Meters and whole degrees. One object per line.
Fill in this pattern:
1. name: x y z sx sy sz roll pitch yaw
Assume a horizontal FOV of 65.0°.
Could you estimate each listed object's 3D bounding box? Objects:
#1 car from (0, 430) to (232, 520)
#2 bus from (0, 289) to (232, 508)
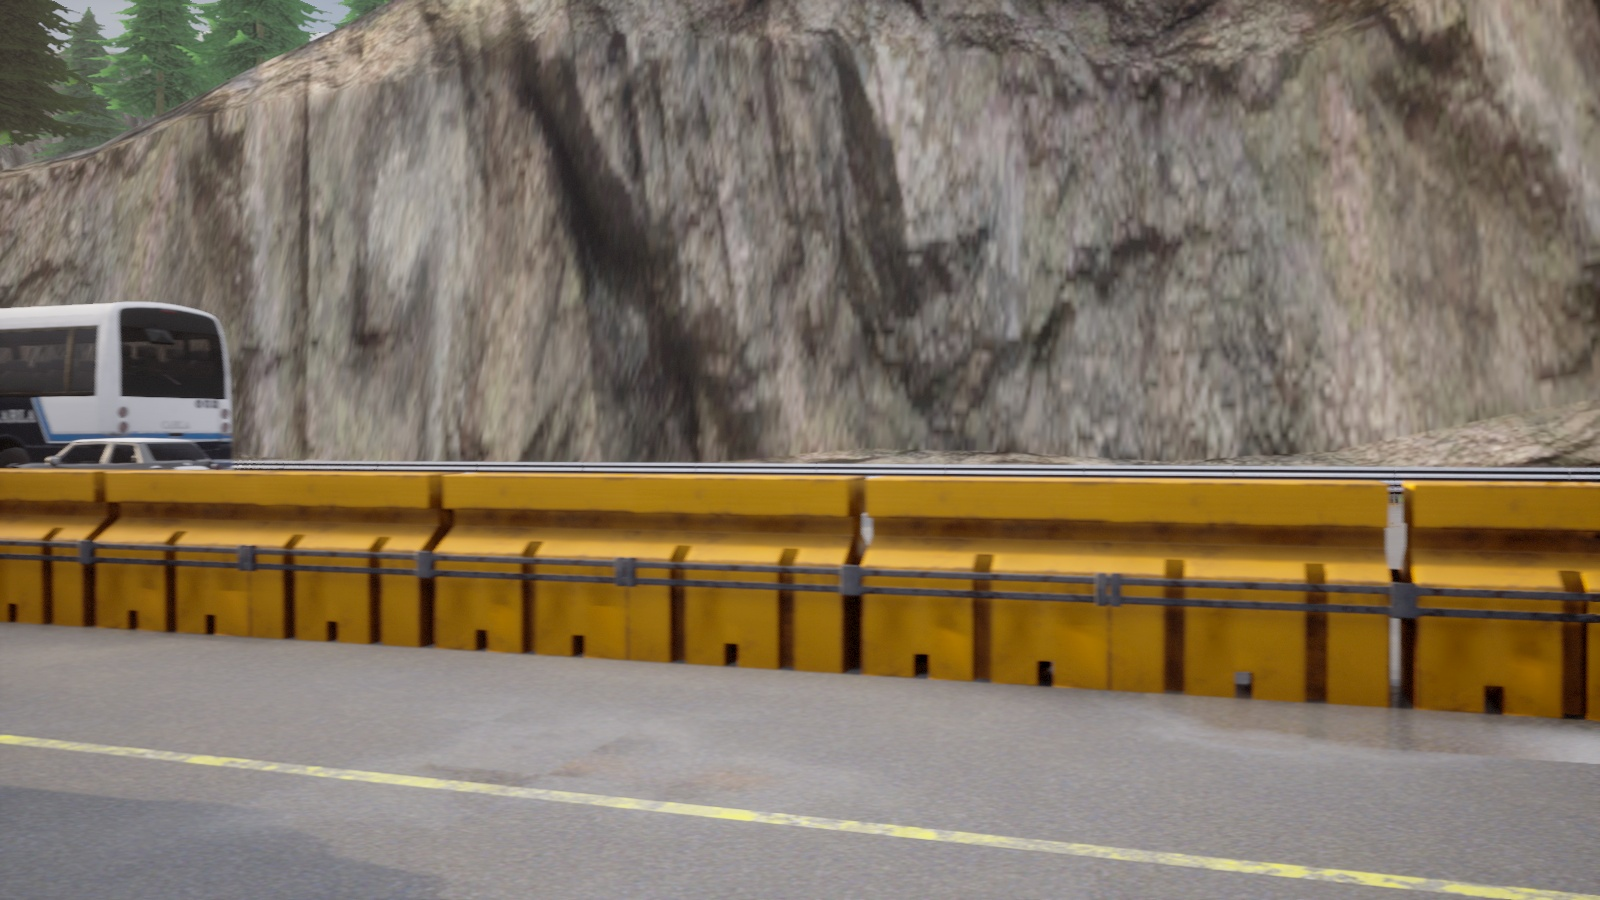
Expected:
1. car: -12.313 0.389 22.201 3.806 1.475 1.970 1 1 19
2. bus: -18.221 -1.067 27.908 10.273 4.253 3.944 0 1 19
